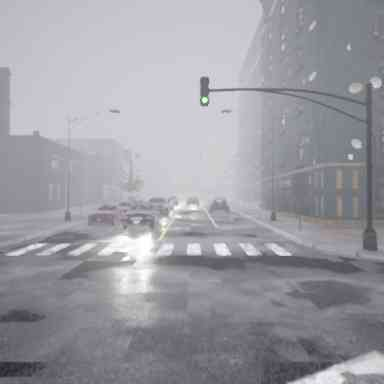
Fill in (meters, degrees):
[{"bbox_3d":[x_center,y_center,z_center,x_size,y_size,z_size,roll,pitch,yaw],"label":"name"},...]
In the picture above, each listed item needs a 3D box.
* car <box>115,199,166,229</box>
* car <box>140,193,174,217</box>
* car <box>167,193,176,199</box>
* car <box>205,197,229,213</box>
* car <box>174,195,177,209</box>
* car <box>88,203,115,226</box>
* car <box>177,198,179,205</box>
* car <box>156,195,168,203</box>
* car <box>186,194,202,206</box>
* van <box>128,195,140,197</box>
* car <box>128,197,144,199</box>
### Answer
[{"bbox_3d":[-3.083,1.401,20.907,2.128,1.511,4.902,0,0,0],"label":"car"},{"bbox_3d":[-3.074,1.222,29.925,2.097,1.767,4.553,0,0,0],"label":"car"},{"bbox_3d":[-5.609,1.052,90.994,1.967,1.590,4.097,1,0,0],"label":"car"},{"bbox_3d":[2.730,1.292,34.183,1.967,1.590,4.097,1,0,0],"label":"car"},{"bbox_3d":[-3.063,1.357,38.921,1.812,1.442,4.674,0,0,0],"label":"car"},{"bbox_3d":[-5.736,1.446,22.760,1.887,1.381,4.507,1,0,0],"label":"car"},{"bbox_3d":[-3.017,1.264,49.346,1.882,1.535,5.008,0,0,1],"label":"car"},{"bbox_3d":[-5.632,1.313,62.562,1.802,1.307,4.206,1,0,0],"label":"car"},{"bbox_3d":[0.132,1.343,51.010,1.994,1.385,4.181,0,0,0],"label":"car"},{"bbox_3d":[-5.647,1.193,34.128,1.690,1.788,3.998,1,0,0],"label":"van"},{"bbox_3d":[-5.656,1.421,28.441,1.887,1.381,4.507,1,0,0],"label":"car"}]
